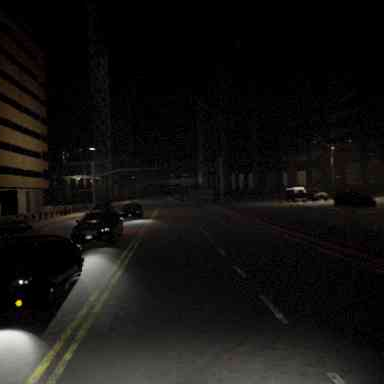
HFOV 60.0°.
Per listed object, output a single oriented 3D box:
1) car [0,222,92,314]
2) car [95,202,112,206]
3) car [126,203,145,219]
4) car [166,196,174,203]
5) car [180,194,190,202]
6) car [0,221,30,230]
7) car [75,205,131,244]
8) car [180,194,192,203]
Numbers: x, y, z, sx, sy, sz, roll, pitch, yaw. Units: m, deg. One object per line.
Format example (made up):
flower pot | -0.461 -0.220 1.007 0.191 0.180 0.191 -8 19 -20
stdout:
car | -3.985 1.727 7.933 1.994 1.385 4.181 -2 0 -4
car | -9.288 1.880 34.819 1.837 1.490 4.892 -2 0 -3
car | -5.556 1.745 31.166 1.812 1.442 4.674 -2 0 -4
car | -5.228 1.628 78.467 1.812 1.442 4.674 -2 0 -4
car | -1.750 1.385 78.671 2.097 1.767 4.553 -2 0 -4
car | -7.887 1.925 13.733 1.895 1.301 4.718 -2 0 -4
car | -4.593 1.674 16.715 2.128 1.511 4.902 -2 0 -4
car | -1.058 1.535 68.725 1.812 1.442 4.674 -2 0 -4
